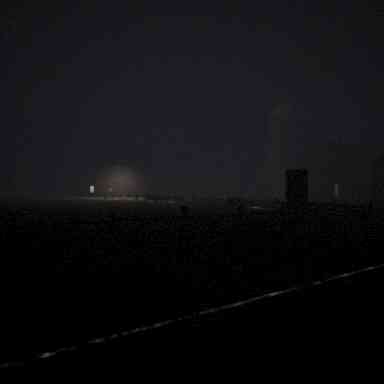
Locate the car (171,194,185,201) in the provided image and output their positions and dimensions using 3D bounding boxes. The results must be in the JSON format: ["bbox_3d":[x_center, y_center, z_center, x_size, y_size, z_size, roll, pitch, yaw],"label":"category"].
[{"bbox_3d":[-3.436,1.051,63.109,1.895,1.301,4.718,-1,1,-36],"label":"car"}]

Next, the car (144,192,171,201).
[{"bbox_3d":[-6.624,0.937,62.767,1.882,1.535,5.008,-1,1,-35],"label":"car"}]

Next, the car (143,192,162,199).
[{"bbox_3d":[-8.306,0.736,69.830,1.837,1.490,4.892,-1,1,-36],"label":"car"}]

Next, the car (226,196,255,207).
[{"bbox_3d":[6.434,1.239,44.541,1.994,1.385,4.181,-1,1,-36],"label":"car"}]
